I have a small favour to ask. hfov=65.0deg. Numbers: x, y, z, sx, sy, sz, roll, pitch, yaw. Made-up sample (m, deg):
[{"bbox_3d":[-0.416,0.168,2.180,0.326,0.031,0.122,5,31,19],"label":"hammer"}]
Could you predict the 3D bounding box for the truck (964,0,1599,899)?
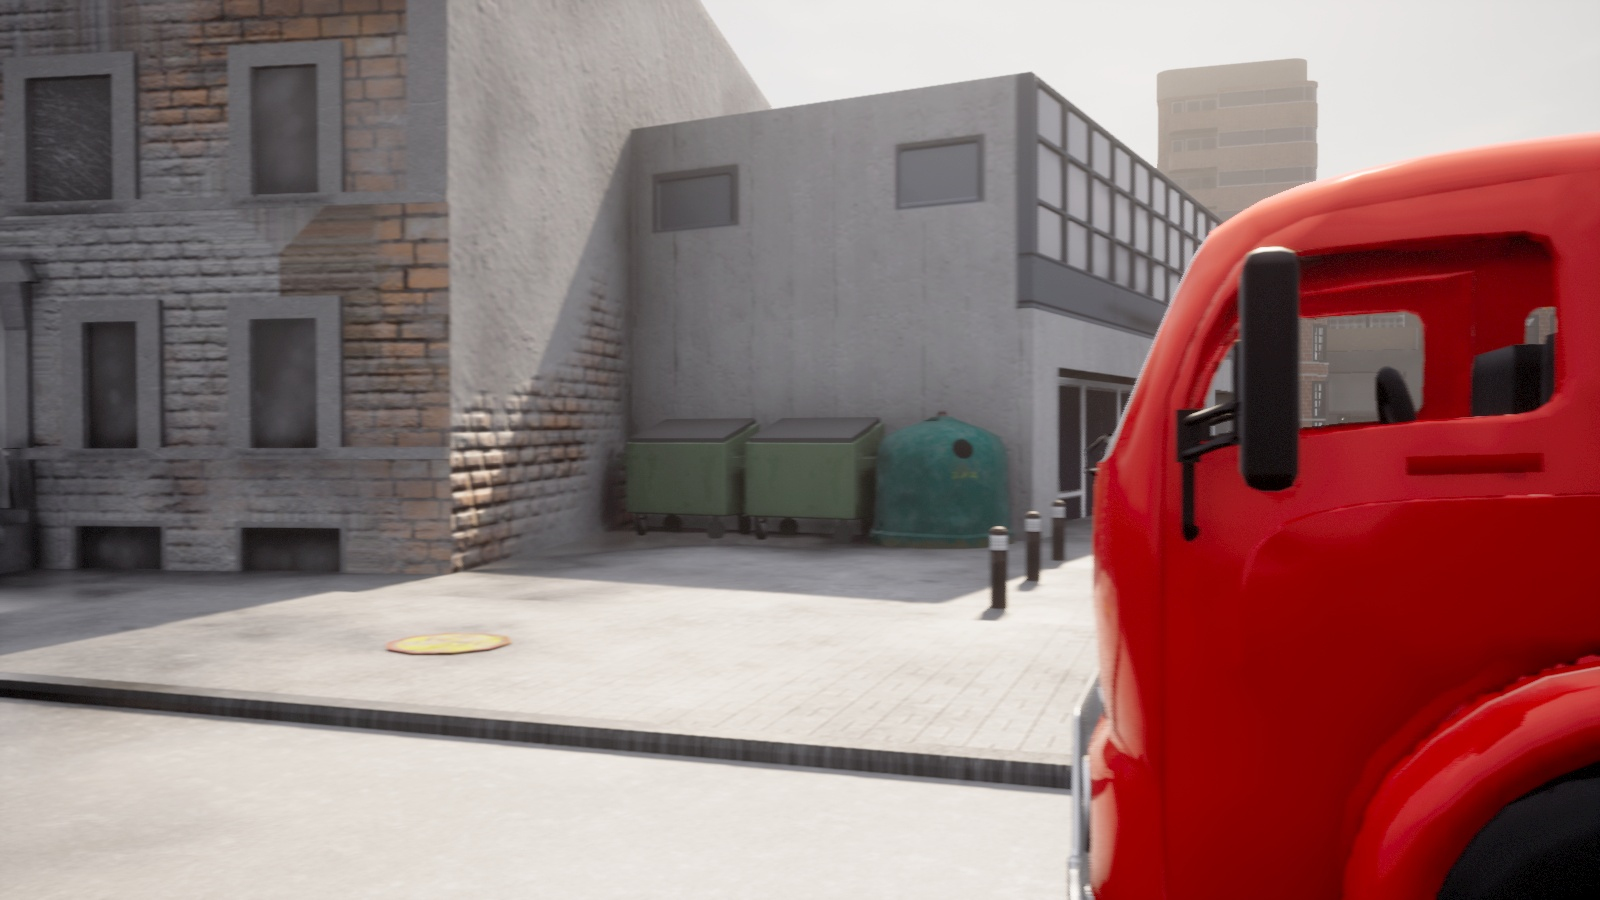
[{"bbox_3d":[3.179,0.309,2.644,5.204,2.467,2.627,1,1,19],"label":"truck"}]
